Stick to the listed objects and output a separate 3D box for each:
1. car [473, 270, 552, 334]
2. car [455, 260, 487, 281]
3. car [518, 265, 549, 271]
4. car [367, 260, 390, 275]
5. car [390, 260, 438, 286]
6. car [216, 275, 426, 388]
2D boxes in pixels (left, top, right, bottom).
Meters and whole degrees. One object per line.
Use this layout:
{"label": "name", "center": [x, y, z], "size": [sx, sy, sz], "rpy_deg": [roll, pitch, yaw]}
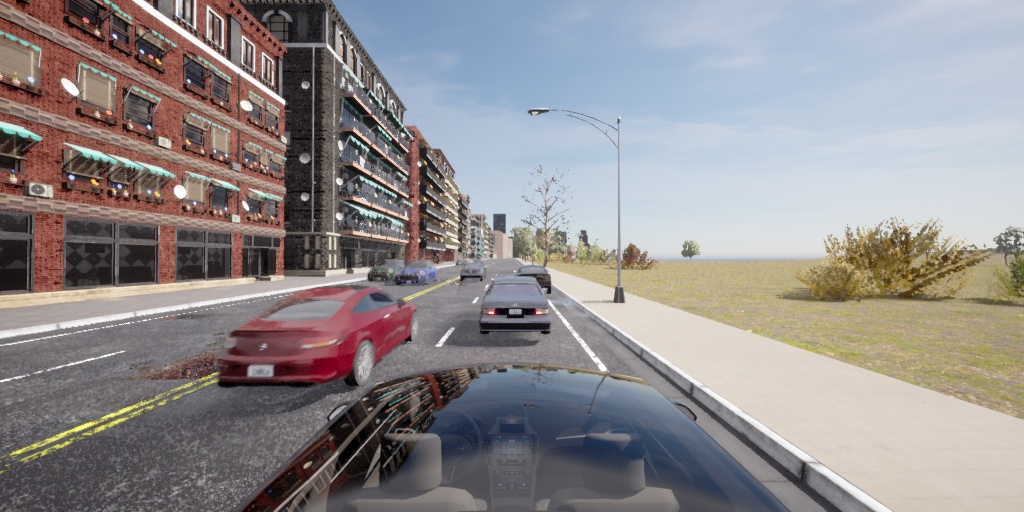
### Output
{"label": "car", "center": [0.092, 1.299, 10.575], "size": [2.033, 1.411, 5.357], "rpy_deg": [0, 0, 0]}
{"label": "car", "center": [-3.183, 1.300, 30.236], "size": [2.033, 1.411, 5.357], "rpy_deg": [0, 0, 0]}
{"label": "car", "center": [1.116, 1.230, 20.339], "size": [1.882, 1.535, 5.008], "rpy_deg": [0, 0, 0]}
{"label": "car", "center": [-9.881, 1.104, 28.858], "size": [2.097, 1.767, 4.553], "rpy_deg": [0, 0, 0]}
{"label": "car", "center": [-6.627, 1.104, 25.261], "size": [2.097, 1.767, 4.553], "rpy_deg": [0, 0, 0]}
{"label": "car", "center": [-3.159, 1.276, 6.804], "size": [1.812, 1.442, 4.674], "rpy_deg": [0, 0, 0]}
